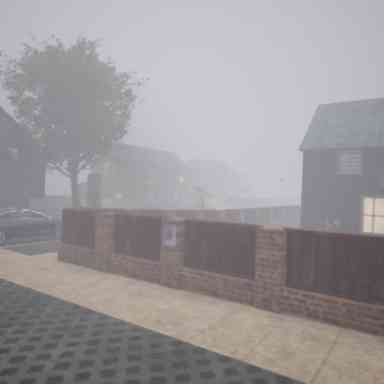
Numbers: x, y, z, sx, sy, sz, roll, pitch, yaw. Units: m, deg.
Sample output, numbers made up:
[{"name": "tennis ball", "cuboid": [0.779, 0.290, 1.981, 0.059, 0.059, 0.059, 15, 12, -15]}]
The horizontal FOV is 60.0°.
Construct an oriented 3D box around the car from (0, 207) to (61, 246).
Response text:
[{"name": "car", "cuboid": [-7.768, 1.446, 15.083, 2.128, 1.511, 4.902, 3, 1, 35]}]
